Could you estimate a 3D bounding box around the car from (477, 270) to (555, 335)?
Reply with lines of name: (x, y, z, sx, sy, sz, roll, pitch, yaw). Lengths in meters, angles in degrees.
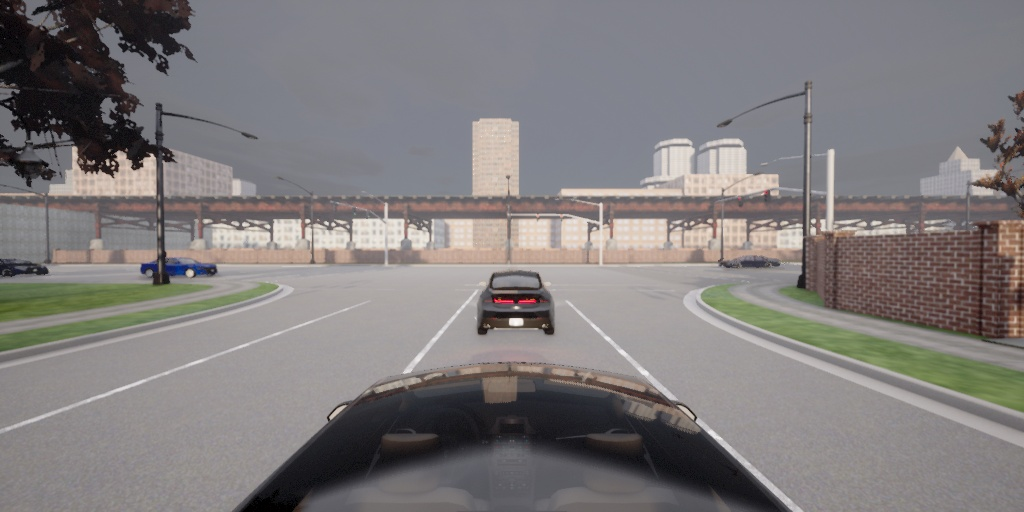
car: (0.093, 1.127, 10.054, 1.837, 1.490, 4.892, 0, 1, 0)

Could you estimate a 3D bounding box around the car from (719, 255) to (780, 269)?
car: (24.234, 0.616, 36.648, 5.357, 1.411, 2.033, -1, 1, 2)

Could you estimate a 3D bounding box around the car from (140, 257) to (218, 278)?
car: (-25.226, 0.835, 27.282, 5.008, 1.535, 1.882, 0, 1, 2)

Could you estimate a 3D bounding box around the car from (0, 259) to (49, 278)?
car: (-38.773, 0.914, 27.720, 4.181, 1.385, 1.994, 0, 1, 2)
